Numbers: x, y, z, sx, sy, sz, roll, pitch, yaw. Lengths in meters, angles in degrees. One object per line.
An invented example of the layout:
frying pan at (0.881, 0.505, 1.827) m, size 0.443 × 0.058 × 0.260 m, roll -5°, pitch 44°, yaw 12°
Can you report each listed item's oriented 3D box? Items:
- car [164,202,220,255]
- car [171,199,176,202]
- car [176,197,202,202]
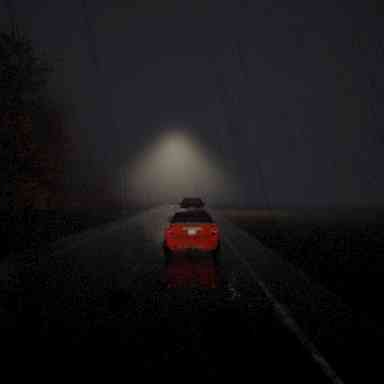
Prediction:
car at (0.005, 1.482, 14.073) m, size 2.097 × 1.767 × 4.553 m, roll 0°, pitch -1°, yaw 0°
car at (-3.494, 2.193, 71.785) m, size 1.812 × 1.442 × 4.674 m, roll 0°, pitch -1°, yaw 0°
car at (0.005, 1.488, 29.038) m, size 2.150 × 2.045 × 5.566 m, roll 0°, pitch 0°, yaw 0°
